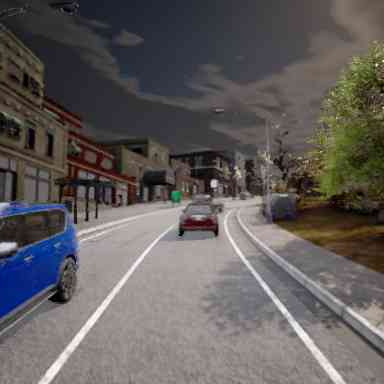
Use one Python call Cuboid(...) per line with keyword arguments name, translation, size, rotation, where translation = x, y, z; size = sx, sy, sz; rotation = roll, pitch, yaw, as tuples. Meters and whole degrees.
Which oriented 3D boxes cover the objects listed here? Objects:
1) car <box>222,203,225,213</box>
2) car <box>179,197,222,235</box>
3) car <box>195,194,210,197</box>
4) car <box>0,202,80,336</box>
Cuboid(name="car", translation=(2.593, 1.623, 36.789), size=(1.895, 1.301, 4.718), rotation=(-1, 0, 10))
Cuboid(name="car", translation=(0.458, 1.377, 18.965), size=(2.097, 1.767, 4.553), rotation=(0, 0, 3))
Cuboid(name="car", translation=(1.408, 1.322, 48.336), size=(2.150, 2.045, 5.566), rotation=(-2, -1, 15))
Cuboid(name="car", translation=(-3.581, 1.232, 5.285), size=(2.150, 2.045, 5.566), rotation=(0, 0, 0))
